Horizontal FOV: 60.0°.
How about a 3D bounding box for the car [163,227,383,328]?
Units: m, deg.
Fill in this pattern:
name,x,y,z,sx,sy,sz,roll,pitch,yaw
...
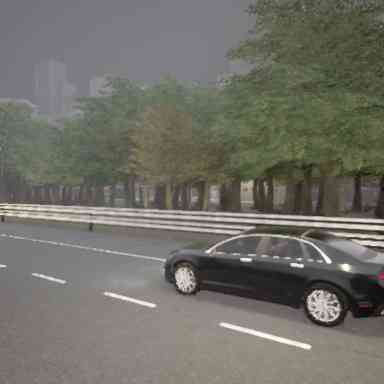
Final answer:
name,x,y,z,sx,sy,sz,roll,pitch,yaw
car,1.573,1.507,7.047,4.892,1.490,1.837,0,0,36
